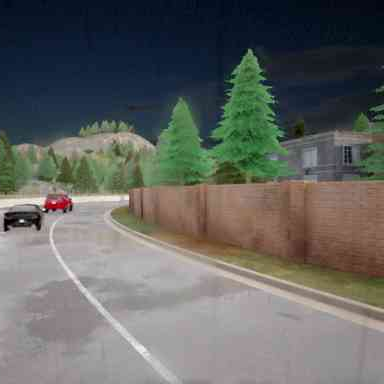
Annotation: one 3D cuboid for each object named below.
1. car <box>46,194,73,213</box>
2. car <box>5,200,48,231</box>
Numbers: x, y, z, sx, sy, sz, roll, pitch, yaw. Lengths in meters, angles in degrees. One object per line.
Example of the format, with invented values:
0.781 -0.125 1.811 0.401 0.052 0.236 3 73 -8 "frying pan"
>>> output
-14.585 1.219 36.573 2.150 2.045 5.566 0 0 -10 "car"
-10.406 1.477 20.936 1.882 1.535 5.008 0 0 -21 "car"
